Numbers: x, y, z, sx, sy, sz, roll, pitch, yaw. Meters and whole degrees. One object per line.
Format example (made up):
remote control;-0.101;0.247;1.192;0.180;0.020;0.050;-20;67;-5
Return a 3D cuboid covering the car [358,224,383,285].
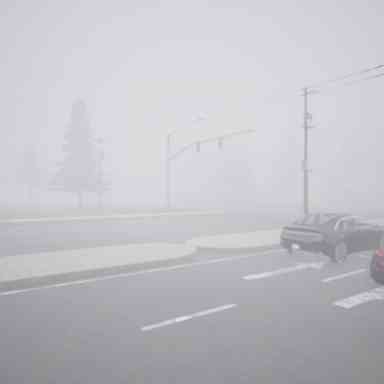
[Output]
car;6.284;1.566;8.219;4.181;1.385;1.994;0;0;-34

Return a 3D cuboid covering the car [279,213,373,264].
car;5.208;1.496;11.830;4.902;1.511;2.128;0;0;-36
